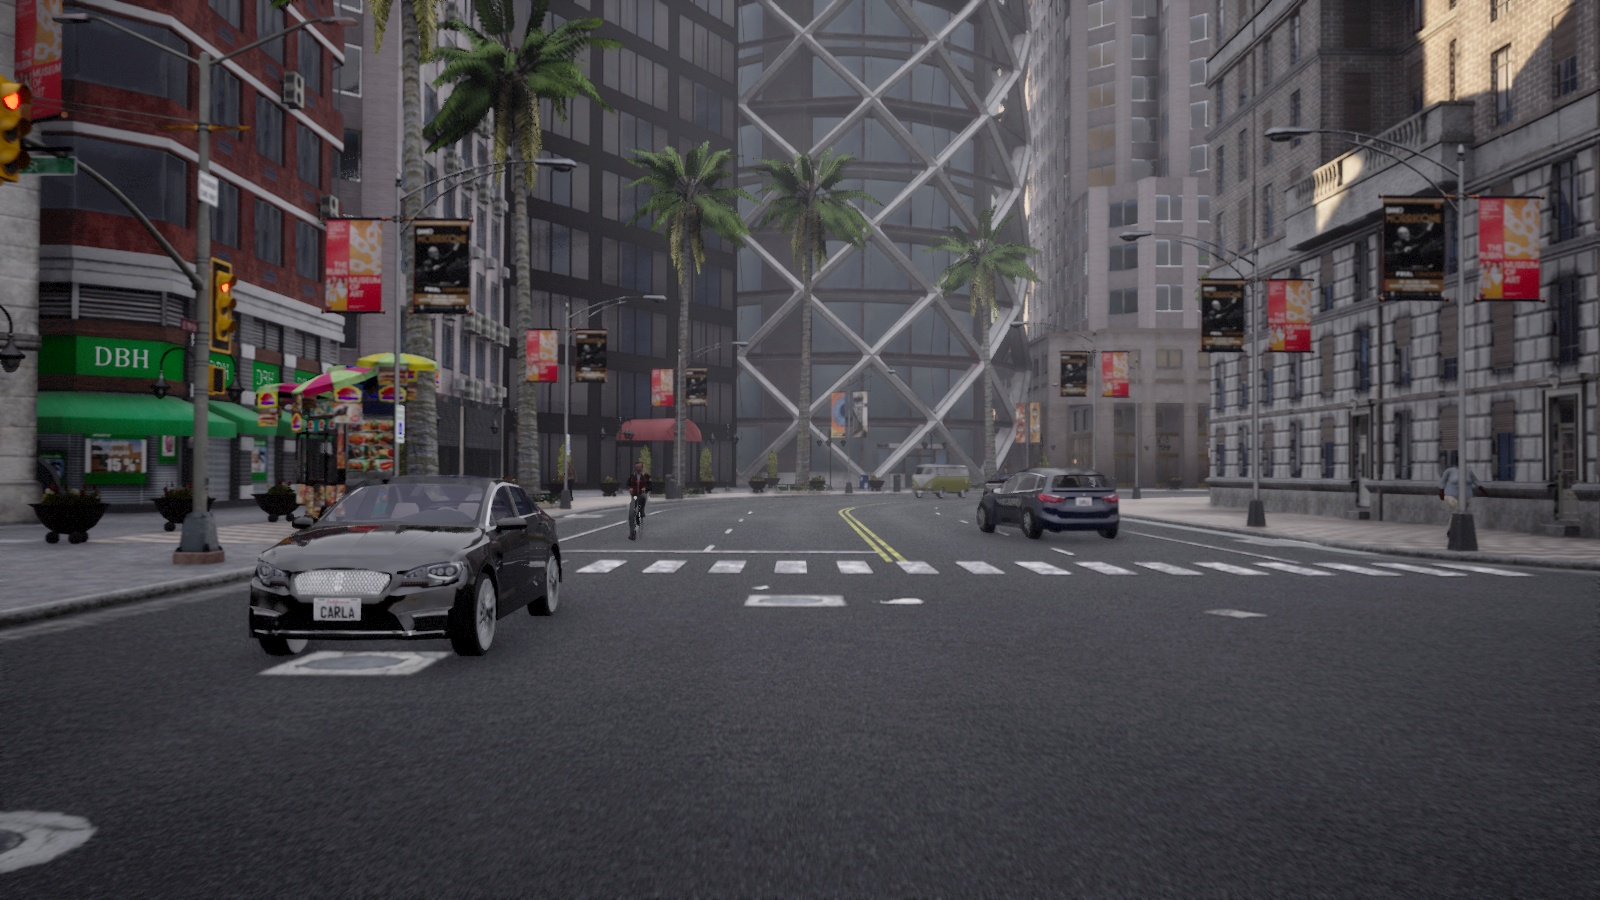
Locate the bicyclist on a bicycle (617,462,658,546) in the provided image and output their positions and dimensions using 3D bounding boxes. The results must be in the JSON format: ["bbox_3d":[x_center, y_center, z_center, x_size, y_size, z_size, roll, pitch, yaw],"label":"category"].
[{"bbox_3d":[-3.568,1.163,27.657,0.659,1.776,1.843,0,-1,0],"label":"bicyclist on a bicycle"}]

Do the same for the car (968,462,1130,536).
[{"bbox_3d":[6.020,1.156,31.040,2.242,1.667,4.611,0,-1,-13],"label":"car"}]

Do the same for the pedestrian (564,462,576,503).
[{"bbox_3d":[-10.369,1.463,56.663,0.331,1.846,0.634,0,-1,10],"label":"pedestrian"}]

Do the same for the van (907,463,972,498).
[{"bbox_3d":[8.122,1.758,72.927,1.775,1.987,4.442,-1,-1,36],"label":"van"}]

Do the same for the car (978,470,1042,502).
[{"bbox_3d":[10.602,1.787,63.087,2.128,1.511,4.902,-1,-1,23],"label":"car"}]

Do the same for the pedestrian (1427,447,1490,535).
[{"bbox_3d":[14.119,0.867,26.937,0.874,1.855,0.900,0,-1,1],"label":"pedestrian"}]

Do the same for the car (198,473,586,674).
[{"bbox_3d":[-3.529,0.987,12.035,2.128,1.511,4.902,0,-1,0],"label":"car"}]
